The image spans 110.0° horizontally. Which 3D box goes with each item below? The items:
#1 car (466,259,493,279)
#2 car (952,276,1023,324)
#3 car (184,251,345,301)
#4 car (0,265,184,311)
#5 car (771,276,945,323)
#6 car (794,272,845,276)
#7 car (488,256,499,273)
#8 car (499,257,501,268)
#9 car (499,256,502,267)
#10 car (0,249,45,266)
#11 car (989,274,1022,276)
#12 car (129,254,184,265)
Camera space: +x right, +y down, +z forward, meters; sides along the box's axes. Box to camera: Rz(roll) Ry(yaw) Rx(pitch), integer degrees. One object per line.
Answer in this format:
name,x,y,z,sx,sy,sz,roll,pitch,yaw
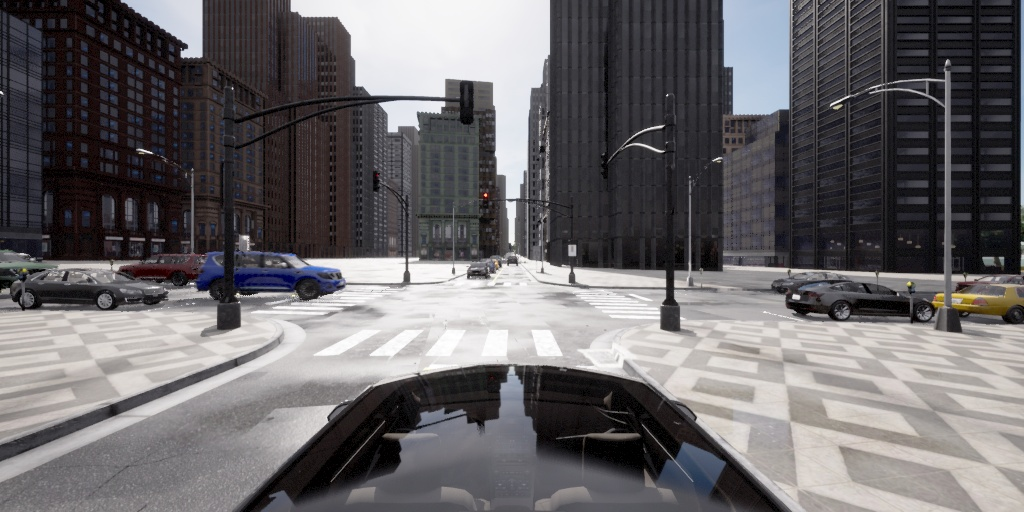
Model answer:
car,-3.055,1.254,33.235,1.837,1.490,4.892,0,0,0
car,17.955,1.571,12.680,4.829,1.417,1.751,0,0,0
car,-10.489,0.846,15.891,5.566,2.045,2.150,1,0,-9
car,-14.765,1.116,12.638,4.403,1.370,2.007,0,0,0
car,12.143,1.524,12.690,4.313,1.339,1.948,0,0,0
car,17.808,1.591,21.206,4.403,1.370,2.007,0,0,0
car,-3.038,1.102,42.288,2.097,1.767,4.553,0,0,0
car,-3.017,1.227,52.486,1.882,1.535,5.008,0,0,0
car,-2.954,0.973,63.188,2.150,2.045,5.566,0,0,1
car,-22.913,0.676,15.408,5.566,2.045,2.150,0,0,0
car,29.094,1.766,21.187,4.507,1.381,1.888,0,0,0
car,-20.199,0.799,21.173,5.009,1.841,2.192,0,0,0
